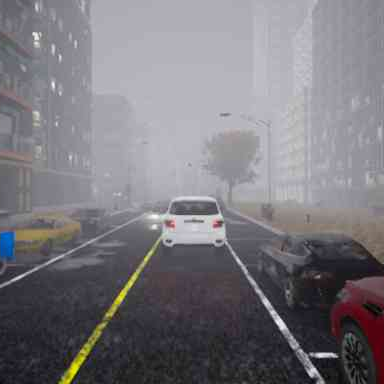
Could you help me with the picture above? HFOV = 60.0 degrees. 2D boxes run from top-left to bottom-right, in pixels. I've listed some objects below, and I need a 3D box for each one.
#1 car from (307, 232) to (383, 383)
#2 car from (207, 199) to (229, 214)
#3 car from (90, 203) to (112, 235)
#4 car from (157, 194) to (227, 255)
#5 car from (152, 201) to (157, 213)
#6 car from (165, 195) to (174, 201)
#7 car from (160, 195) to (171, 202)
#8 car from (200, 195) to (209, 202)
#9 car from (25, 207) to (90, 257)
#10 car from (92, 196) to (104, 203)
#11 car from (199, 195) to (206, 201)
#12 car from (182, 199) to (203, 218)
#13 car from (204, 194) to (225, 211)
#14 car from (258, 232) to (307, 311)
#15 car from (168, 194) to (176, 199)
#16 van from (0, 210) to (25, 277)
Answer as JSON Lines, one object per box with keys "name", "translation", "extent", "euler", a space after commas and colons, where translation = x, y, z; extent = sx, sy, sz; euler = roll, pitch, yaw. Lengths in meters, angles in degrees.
{"name": "car", "translation": [2.692, 1.310, 1.992], "extent": [2.192, 1.841, 5.009], "euler": [0, 0, 0]}
{"name": "car", "translation": [2.673, 1.493, 35.129], "extent": [1.947, 1.339, 4.313], "euler": [0, 0, 0]}
{"name": "car", "translation": [-5.699, 1.523, 18.556], "extent": [1.947, 1.339, 4.313], "euler": [0, 0, 0]}
{"name": "car", "translation": [0.072, 1.187, 13.242], "extent": [2.150, 2.045, 5.566], "euler": [0, 0, 0]}
{"name": "car", "translation": [-3.102, 1.527, 35.509], "extent": [1.895, 1.301, 4.718], "euler": [0, 0, 0]}
{"name": "car", "translation": [-5.736, 1.416, 84.101], "extent": [2.008, 1.369, 4.403], "euler": [0, 0, 0]}
{"name": "car", "translation": [-5.729, 1.425, 73.035], "extent": [2.008, 1.369, 4.403], "euler": [0, 0, 0]}
{"name": "car", "translation": [2.651, 1.419, 73.040], "extent": [1.887, 1.381, 4.507], "euler": [0, 0, 0]}
{"name": "car", "translation": [-5.695, 1.494, 12.863], "extent": [1.752, 1.417, 4.829], "euler": [0, 0, 0]}
{"name": "car", "translation": [-16.455, 1.237, 53.623], "extent": [4.403, 1.369, 2.008], "euler": [1, -1, -1]}
{"name": "car", "translation": [2.644, 1.391, 84.275], "extent": [1.752, 1.417, 4.829], "euler": [0, 0, 0]}
{"name": "car", "translation": [0.069, 1.460, 30.497], "extent": [1.812, 1.442, 4.674], "euler": [0, 0, 0]}
{"name": "car", "translation": [2.670, 1.232, 40.651], "extent": [2.192, 1.841, 5.009], "euler": [0, 0, 0]}
{"name": "car", "translation": [2.689, 1.547, 7.514], "extent": [1.947, 1.339, 4.313], "euler": [0, 0, 0]}
{"name": "car", "translation": [-5.742, 1.300, 95.166], "extent": [1.967, 1.590, 4.097], "euler": [0, 0, 0]}
{"name": "van", "translation": [-5.692, 1.322, 7.509], "extent": [1.690, 1.788, 3.998], "euler": [0, 0, 0]}
